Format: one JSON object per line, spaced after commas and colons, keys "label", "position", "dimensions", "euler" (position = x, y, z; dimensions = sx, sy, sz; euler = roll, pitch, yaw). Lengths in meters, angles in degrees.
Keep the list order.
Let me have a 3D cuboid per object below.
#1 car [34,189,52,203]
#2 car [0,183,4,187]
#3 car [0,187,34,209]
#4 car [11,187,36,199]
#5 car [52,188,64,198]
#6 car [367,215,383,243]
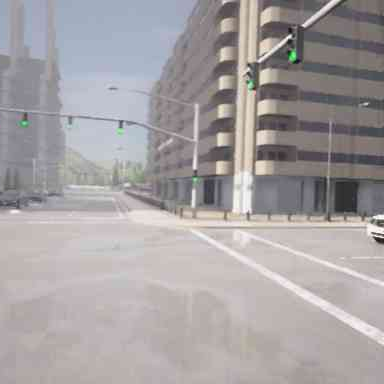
{"label": "car", "position": [-17.807, 0.446, 38.054], "dimensions": [2.033, 1.411, 5.357], "euler": [2, 1, -14]}
{"label": "car", "position": [-19.944, 0.119, 32.421], "dimensions": [2.150, 2.045, 5.566], "euler": [2, 1, -14]}
{"label": "car", "position": [-15.375, 0.607, 28.622], "dimensions": [1.837, 1.490, 4.892], "euler": [2, 1, -14]}
{"label": "car", "position": [-23.726, 0.078, 47.115], "dimensions": [2.128, 1.511, 4.902], "euler": [2, 1, -14]}
{"label": "car", "position": [-21.597, 0.124, 53.012], "dimensions": [2.033, 1.411, 5.357], "euler": [2, 1, -14]}
{"label": "car", "position": [10.756, 1.414, 14.944], "dimensions": [5.566, 2.045, 2.150], "euler": [2, 1, -15]}
